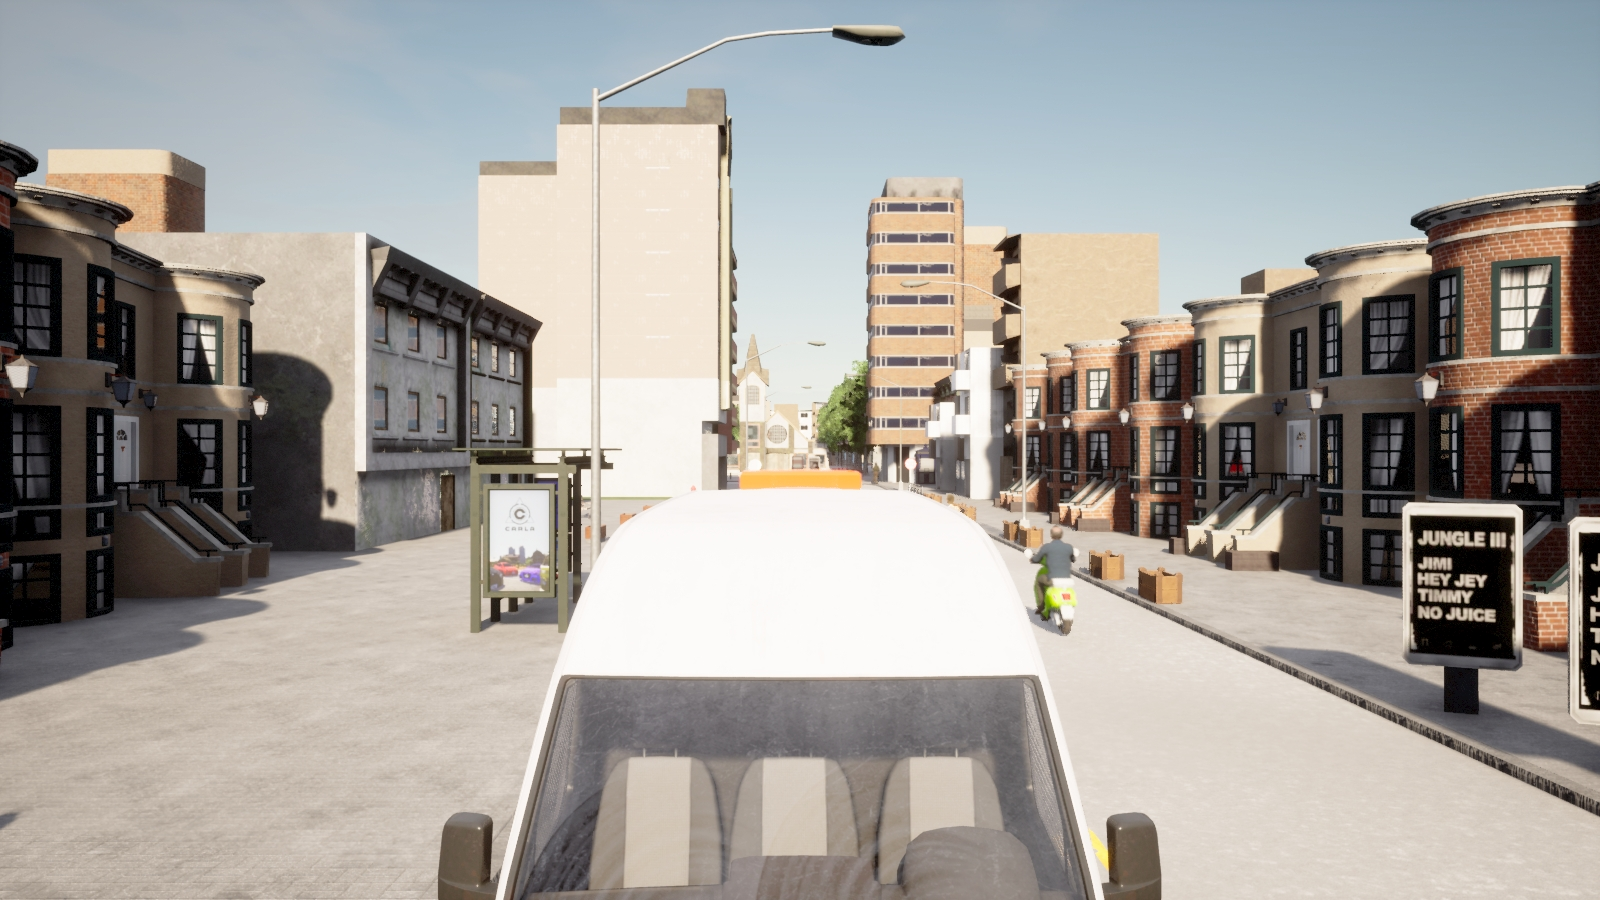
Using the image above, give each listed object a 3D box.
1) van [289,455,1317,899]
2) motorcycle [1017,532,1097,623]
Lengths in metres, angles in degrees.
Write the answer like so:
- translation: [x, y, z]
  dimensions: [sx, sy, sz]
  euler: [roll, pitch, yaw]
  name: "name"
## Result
- translation: [0.007, 1.317, 5.167]
  dimensions: [1.988, 2.561, 5.915]
  euler: [0, 0, 0]
  name: "van"
- translation: [4.003, 1.969, 17.942]
  dimensions: [0.856, 1.236, 1.805]
  euler: [0, 0, 0]
  name: "motorcycle"
